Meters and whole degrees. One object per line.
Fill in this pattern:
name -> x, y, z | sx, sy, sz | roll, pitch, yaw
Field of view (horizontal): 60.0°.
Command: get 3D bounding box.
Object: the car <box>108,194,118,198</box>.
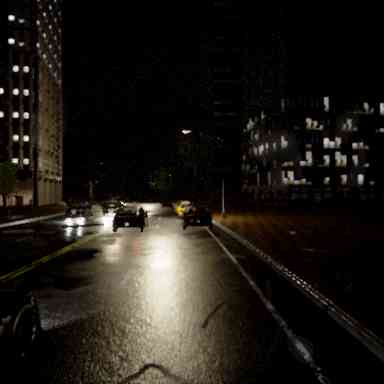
car -> -17.796, 1.583, 75.328 | 2.150, 2.045, 5.566 | 0, 0, -12

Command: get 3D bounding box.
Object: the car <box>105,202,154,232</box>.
car -> -3.850, 1.639, 21.337 | 2.128, 1.511, 4.902 | 0, 0, -3

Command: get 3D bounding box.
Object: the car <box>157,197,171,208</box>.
car -> -4.242, 1.935, 55.866 | 2.033, 1.411, 5.357 | 0, 0, -9

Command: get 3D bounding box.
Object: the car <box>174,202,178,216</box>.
car -> -0.541, 1.679, 32.960 | 1.801, 1.575, 5.366 | 0, 0, -5

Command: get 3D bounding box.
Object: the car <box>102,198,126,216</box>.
car -> -8.474, 1.744, 35.943 | 2.128, 1.511, 4.902 | 0, 0, -6

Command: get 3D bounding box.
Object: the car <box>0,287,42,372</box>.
car -> -3.212, 1.590, 3.259 | 1.994, 1.385, 4.181 | 0, 0, 0

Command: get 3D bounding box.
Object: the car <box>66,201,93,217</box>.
car -> -11.586, 1.737, 34.375 | 2.128, 1.511, 4.902 | 0, 0, -6

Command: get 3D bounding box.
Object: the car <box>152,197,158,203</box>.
car -> -8.271, 1.945, 77.786 | 1.812, 1.442, 4.674 | 0, 0, -12

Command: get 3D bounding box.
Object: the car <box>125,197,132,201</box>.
car -> -14.839, 1.701, 77.051 | 1.812, 1.442, 4.674 | 0, 0, -12

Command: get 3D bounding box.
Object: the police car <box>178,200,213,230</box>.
police car -> 0.242, 1.578, 22.751 | 1.930, 1.638, 5.238 | 0, 0, -4

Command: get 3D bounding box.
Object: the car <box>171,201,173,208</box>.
car -> -1.140, 1.721, 39.025 | 1.801, 1.575, 5.366 | 0, 0, -6
